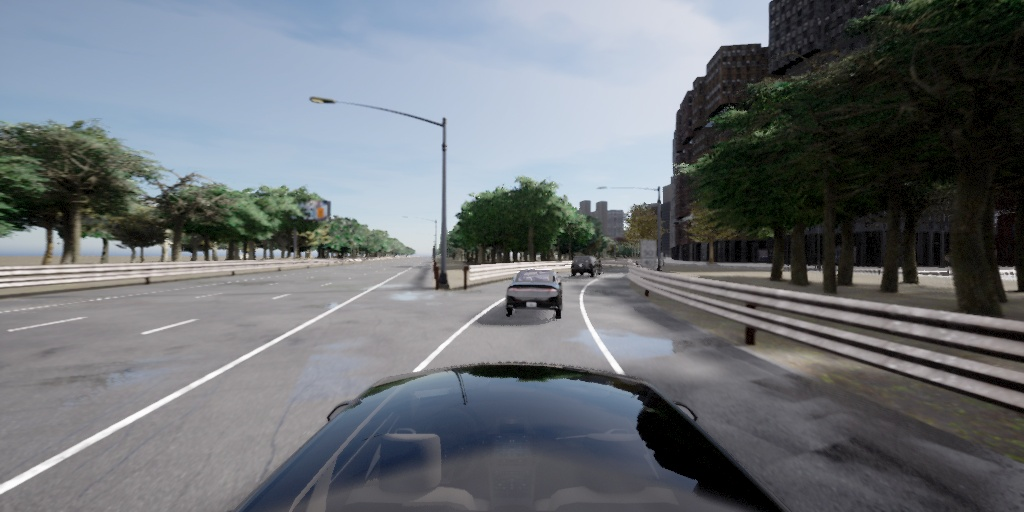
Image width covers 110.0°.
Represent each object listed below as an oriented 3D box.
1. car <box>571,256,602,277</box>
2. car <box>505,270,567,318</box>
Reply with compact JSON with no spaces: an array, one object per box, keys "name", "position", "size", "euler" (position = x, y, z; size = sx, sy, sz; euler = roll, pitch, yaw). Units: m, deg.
[{"name":"car","position":[7.491,1.030,35.802],"size":[2.150,2.045,5.566],"euler":[0,0,24]},{"name":"car","position":[0.947,1.251,13.213],"size":[2.128,1.511,4.902],"euler":[0,0,9]}]
